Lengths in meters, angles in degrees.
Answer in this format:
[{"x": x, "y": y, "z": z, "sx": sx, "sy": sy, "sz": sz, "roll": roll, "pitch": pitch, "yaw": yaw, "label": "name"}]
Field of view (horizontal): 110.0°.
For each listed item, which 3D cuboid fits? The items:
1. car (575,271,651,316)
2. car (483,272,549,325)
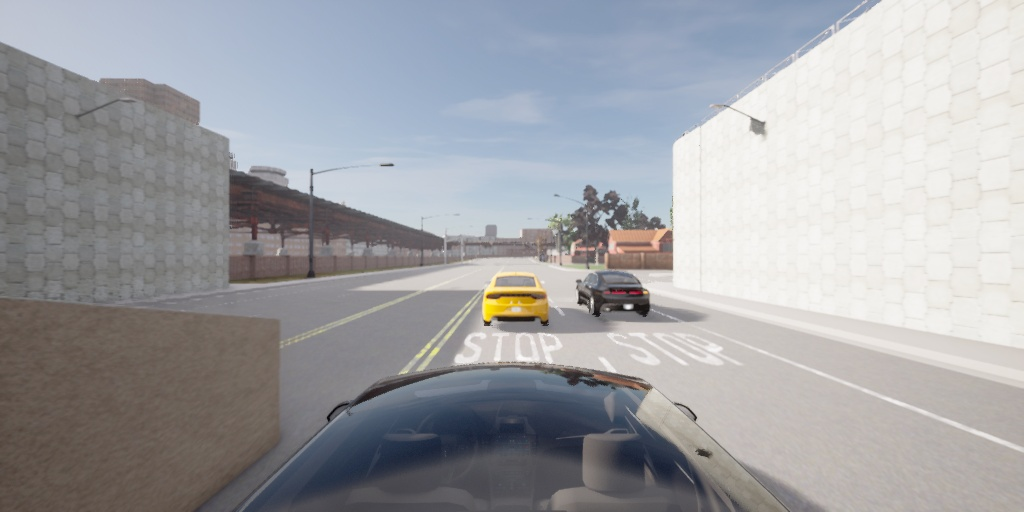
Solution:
[{"x": 3.617, "y": 1.301, "z": 13.545, "sx": 1.837, "sy": 1.490, "sz": 4.892, "roll": 0, "pitch": 0, "yaw": 0, "label": "car"}, {"x": 0.116, "y": 1.266, "z": 11.975, "sx": 1.882, "sy": 1.535, "sz": 5.008, "roll": 0, "pitch": 0, "yaw": 0, "label": "car"}]
